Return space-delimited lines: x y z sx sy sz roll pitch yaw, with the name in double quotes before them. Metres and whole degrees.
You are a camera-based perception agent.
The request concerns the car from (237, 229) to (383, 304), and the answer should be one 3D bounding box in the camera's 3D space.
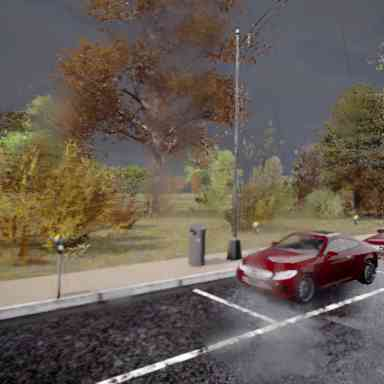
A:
"car" 3.005 1.638 8.231 4.206 1.307 1.802 1 0 -35
